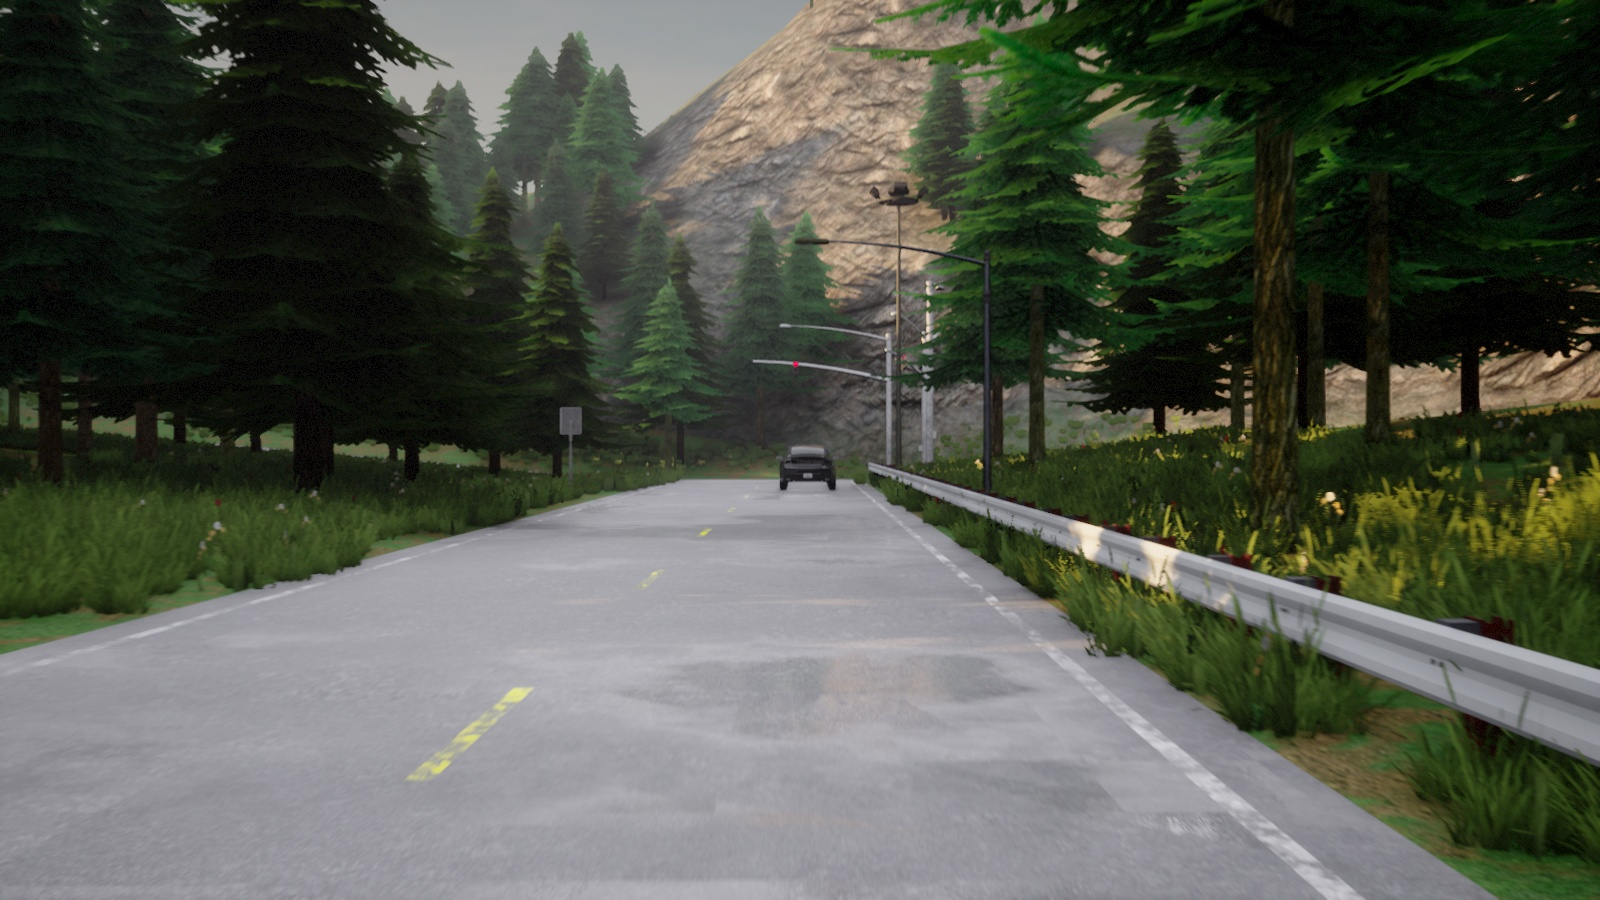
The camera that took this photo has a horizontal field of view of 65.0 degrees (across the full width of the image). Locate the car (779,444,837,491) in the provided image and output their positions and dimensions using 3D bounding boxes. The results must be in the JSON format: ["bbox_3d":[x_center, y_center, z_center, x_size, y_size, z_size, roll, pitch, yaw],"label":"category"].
[{"bbox_3d":[0.258,0.545,42.235,1.837,1.490,4.892,0,0,0],"label":"car"}]
